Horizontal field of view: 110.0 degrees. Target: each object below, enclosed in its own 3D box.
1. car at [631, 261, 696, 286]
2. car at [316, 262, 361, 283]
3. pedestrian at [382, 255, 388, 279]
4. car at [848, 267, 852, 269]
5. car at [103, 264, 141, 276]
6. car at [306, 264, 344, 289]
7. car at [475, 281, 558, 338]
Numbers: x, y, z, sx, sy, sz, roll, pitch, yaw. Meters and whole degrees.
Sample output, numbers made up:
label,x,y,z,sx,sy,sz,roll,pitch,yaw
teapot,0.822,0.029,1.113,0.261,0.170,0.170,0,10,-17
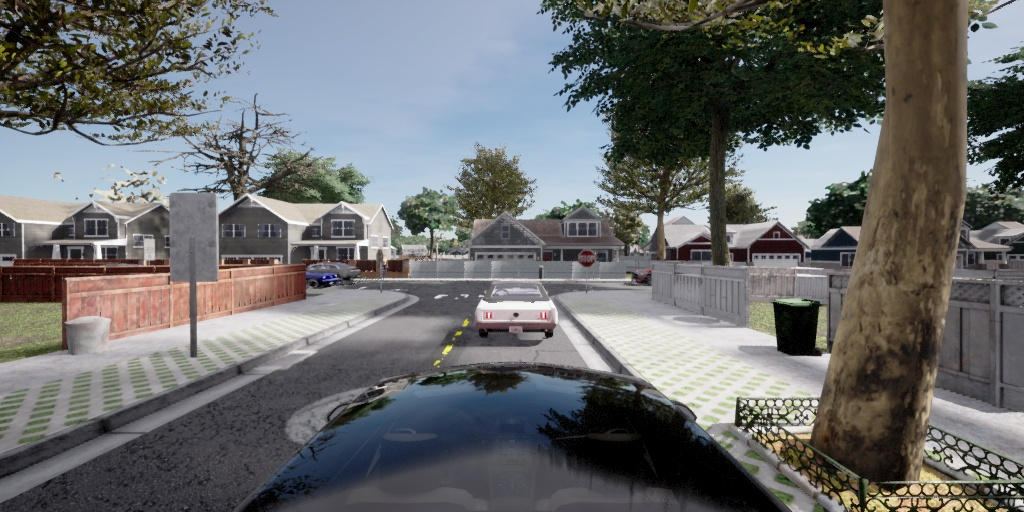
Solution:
label,x,y,z,sx,sy,sz,roll,pitch,yaw
car,10.674,1.135,24.750,4.553,1.767,2.097,0,1,-1
car,-12.901,1.176,24.516,4.902,1.511,2.128,0,1,-1
pedestrian,-9.767,0.809,27.451,0.375,1.860,0.375,0,0,-1
car,24.798,1.327,24.891,4.902,1.511,2.128,0,1,-1
car,-23.089,1.199,21.461,4.674,1.442,1.812,0,1,0
car,-13.079,1.315,21.563,4.718,1.301,1.895,0,1,-1
car,0.123,1.349,10.220,1.895,1.301,4.718,0,0,1
